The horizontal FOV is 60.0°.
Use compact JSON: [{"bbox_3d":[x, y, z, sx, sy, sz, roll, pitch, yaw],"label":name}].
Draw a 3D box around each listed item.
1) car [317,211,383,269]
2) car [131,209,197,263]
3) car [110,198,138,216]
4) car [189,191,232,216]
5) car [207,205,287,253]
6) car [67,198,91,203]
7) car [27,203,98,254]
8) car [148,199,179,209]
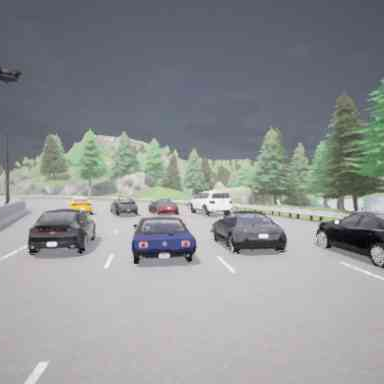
[{"bbox_3d":[5.981,1.360,10.885,1.882,1.535,5.008,0,0,-7],"label":"car"},{"bbox_3d":[-1.110,1.502,11.665,1.895,1.301,4.718,0,1,-9],"label":"car"},{"bbox_3d":[-6.040,1.257,29.265,2.128,1.511,4.902,0,1,-22],"label":"car"},{"bbox_3d":[1.545,0.962,29.088,2.150,2.045,5.566,0,1,-20],"label":"car"},{"bbox_3d":[2.100,1.440,13.205,1.994,1.385,4.181,0,0,-9],"label":"car"},{"bbox_3d":[-10.281,1.249,30.372,1.882,1.535,5.008,0,0,-23],"label":"car"},{"bbox_3d":[-4.938,1.408,13.078,1.837,1.490,4.892,0,1,-10],"label":"car"},{"bbox_3d":[-2.672,1.310,30.195,1.994,1.385,4.181,0,1,-21],"label":"car"}]
